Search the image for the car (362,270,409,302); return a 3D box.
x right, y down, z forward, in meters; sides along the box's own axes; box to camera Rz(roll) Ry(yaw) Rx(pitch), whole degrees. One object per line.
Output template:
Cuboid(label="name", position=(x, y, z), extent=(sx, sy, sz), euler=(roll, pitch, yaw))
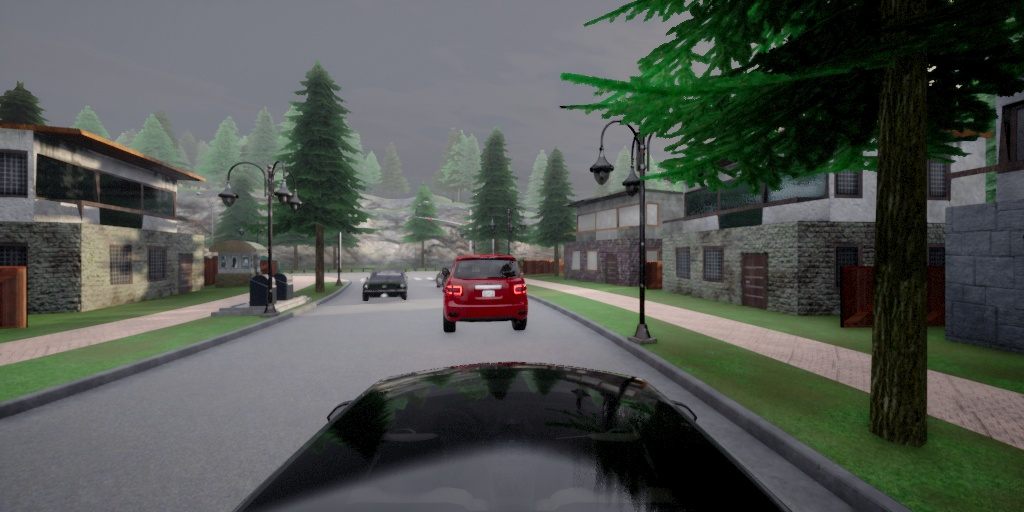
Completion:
Cuboid(label="car", position=(-5.943, 1.350, 17.158), extent=(1.895, 1.301, 4.718), euler=(0, 0, -16))

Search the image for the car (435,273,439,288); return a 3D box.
Cuboid(label="car", position=(-3.368, 1.296, 21.206), extent=(2.033, 1.411, 5.357), euler=(0, 0, -18))

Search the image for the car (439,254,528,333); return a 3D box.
Cuboid(label="car", position=(-0.952, 0.971, 11.023), extent=(2.150, 2.045, 5.566), euler=(0, 0, -9))
